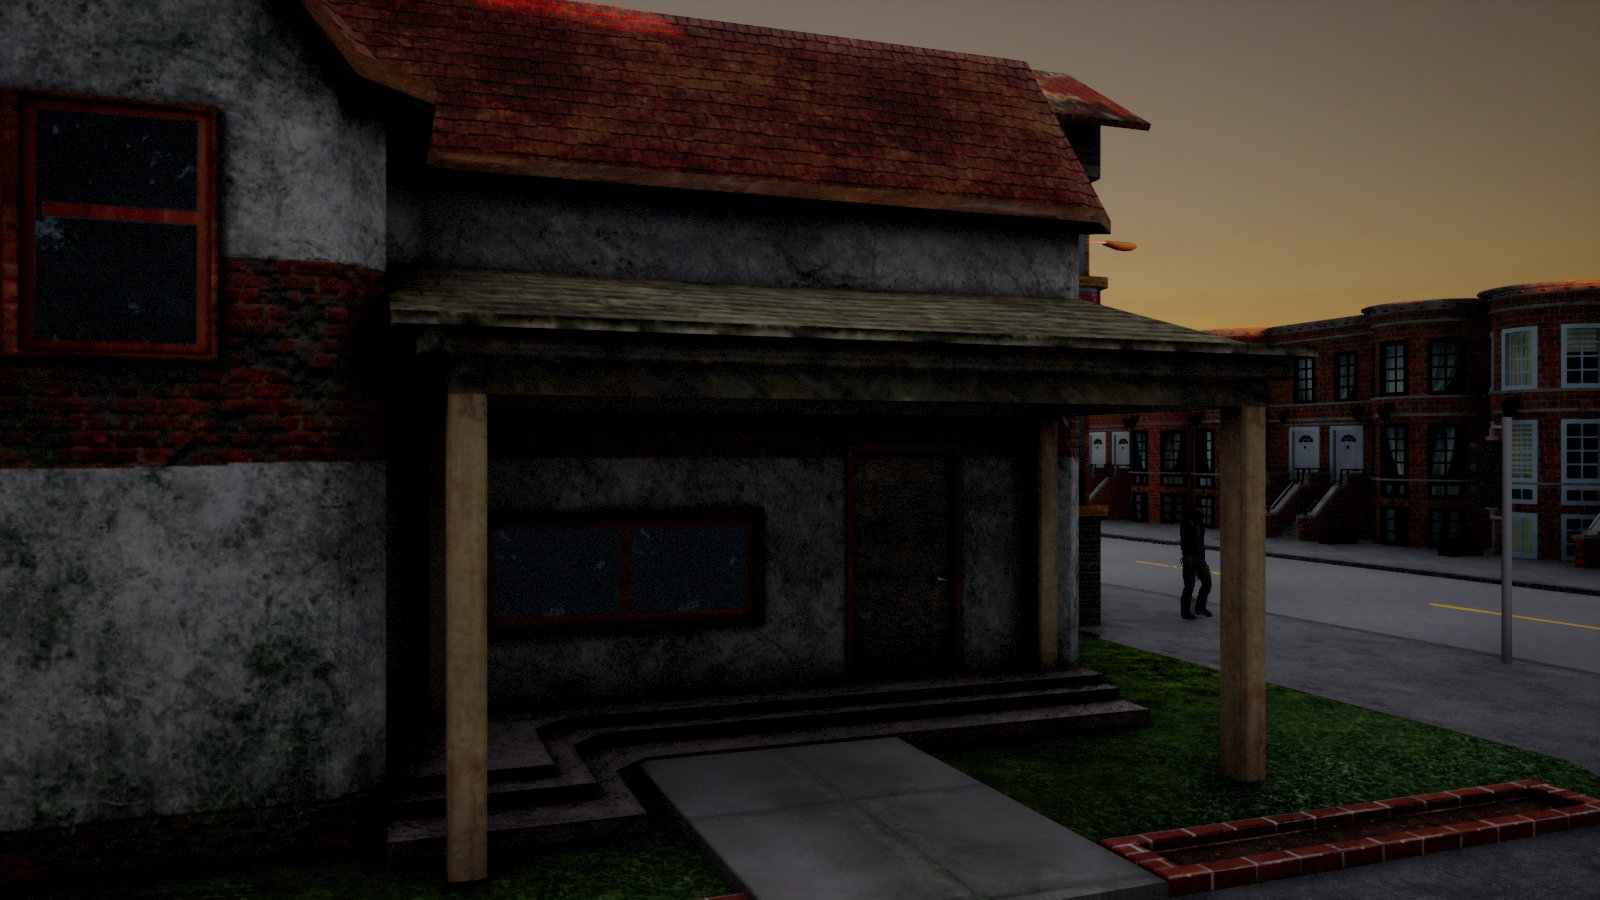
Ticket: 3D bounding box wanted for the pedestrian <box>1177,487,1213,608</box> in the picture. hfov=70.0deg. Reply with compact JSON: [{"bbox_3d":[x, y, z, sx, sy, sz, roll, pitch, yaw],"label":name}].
[{"bbox_3d":[6.205,1.524,17.958,0.375,1.860,0.375,0,0,-25],"label":"pedestrian"}]
